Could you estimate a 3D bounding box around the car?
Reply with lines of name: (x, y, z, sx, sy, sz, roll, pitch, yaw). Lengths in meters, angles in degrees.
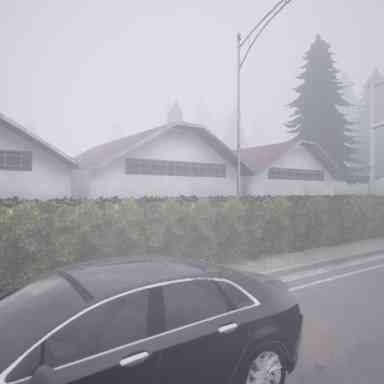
car: (-0.910, 1.507, 3.325, 4.892, 1.490, 1.837, 1, 0, -35)
